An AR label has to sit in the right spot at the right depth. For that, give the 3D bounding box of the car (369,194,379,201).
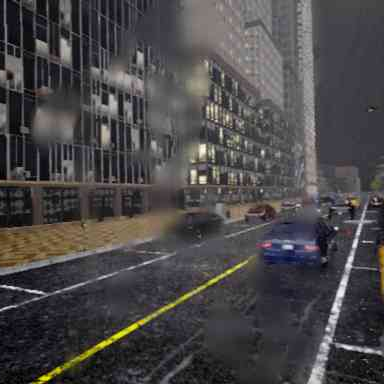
[{"bbox_3d":[37.204,1.063,68.057,1.802,1.307,4.206,-1,0,28],"label":"car"}]

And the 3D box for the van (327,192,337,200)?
[{"bbox_3d":[32.517,1.000,77.050,1.690,1.788,3.998,-1,0,28],"label":"van"}]

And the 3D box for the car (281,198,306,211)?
[{"bbox_3d":[10.987,1.518,36.925,2.008,1.369,4.403,-1,0,28],"label":"car"}]

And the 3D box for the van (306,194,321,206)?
[{"bbox_3d":[19.058,1.196,51.973,1.690,1.788,3.998,-1,0,28],"label":"van"}]

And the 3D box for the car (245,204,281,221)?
[{"bbox_3d":[5.604,1.623,26.893,1.802,1.307,4.206,-1,0,28],"label":"car"}]

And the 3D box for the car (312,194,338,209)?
[{"bbox_3d":[17.240,1.352,42.947,1.837,1.490,4.892,-2,-1,29],"label":"car"}]

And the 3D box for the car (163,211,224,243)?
[{"bbox_3d":[0.220,1.679,16.864,1.947,1.339,4.313,-1,0,28],"label":"car"}]

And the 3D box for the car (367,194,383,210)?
[{"bbox_3d":[21.054,1.278,37.966,1.947,1.339,4.313,-1,0,28],"label":"car"}]

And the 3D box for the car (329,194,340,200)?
[{"bbox_3d":[35.213,1.185,82.064,1.947,1.339,4.313,-1,0,28],"label":"car"}]

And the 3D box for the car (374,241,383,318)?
[{"bbox_3d":[4.709,1.383,6.552,1.801,1.575,5.366,-2,0,28],"label":"car"}]

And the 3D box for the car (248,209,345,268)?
[{"bbox_3d":[3.787,1.530,11.273,2.033,1.411,5.357,-2,0,28],"label":"car"}]

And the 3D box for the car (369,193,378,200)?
[{"bbox_3d":[39.975,0.965,73.223,1.752,1.417,4.829,-1,0,28],"label":"car"}]

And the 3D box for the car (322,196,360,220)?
[{"bbox_3d":[12.174,1.362,26.904,2.128,1.511,4.902,-2,0,28],"label":"car"}]

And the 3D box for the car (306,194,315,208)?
[{"bbox_3d":[16.370,1.438,46.956,1.887,1.381,4.507,-1,0,28],"label":"car"}]

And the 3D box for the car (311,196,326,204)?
[{"bbox_3d":[21.755,1.399,56.987,1.802,1.307,4.206,-1,0,28],"label":"car"}]
